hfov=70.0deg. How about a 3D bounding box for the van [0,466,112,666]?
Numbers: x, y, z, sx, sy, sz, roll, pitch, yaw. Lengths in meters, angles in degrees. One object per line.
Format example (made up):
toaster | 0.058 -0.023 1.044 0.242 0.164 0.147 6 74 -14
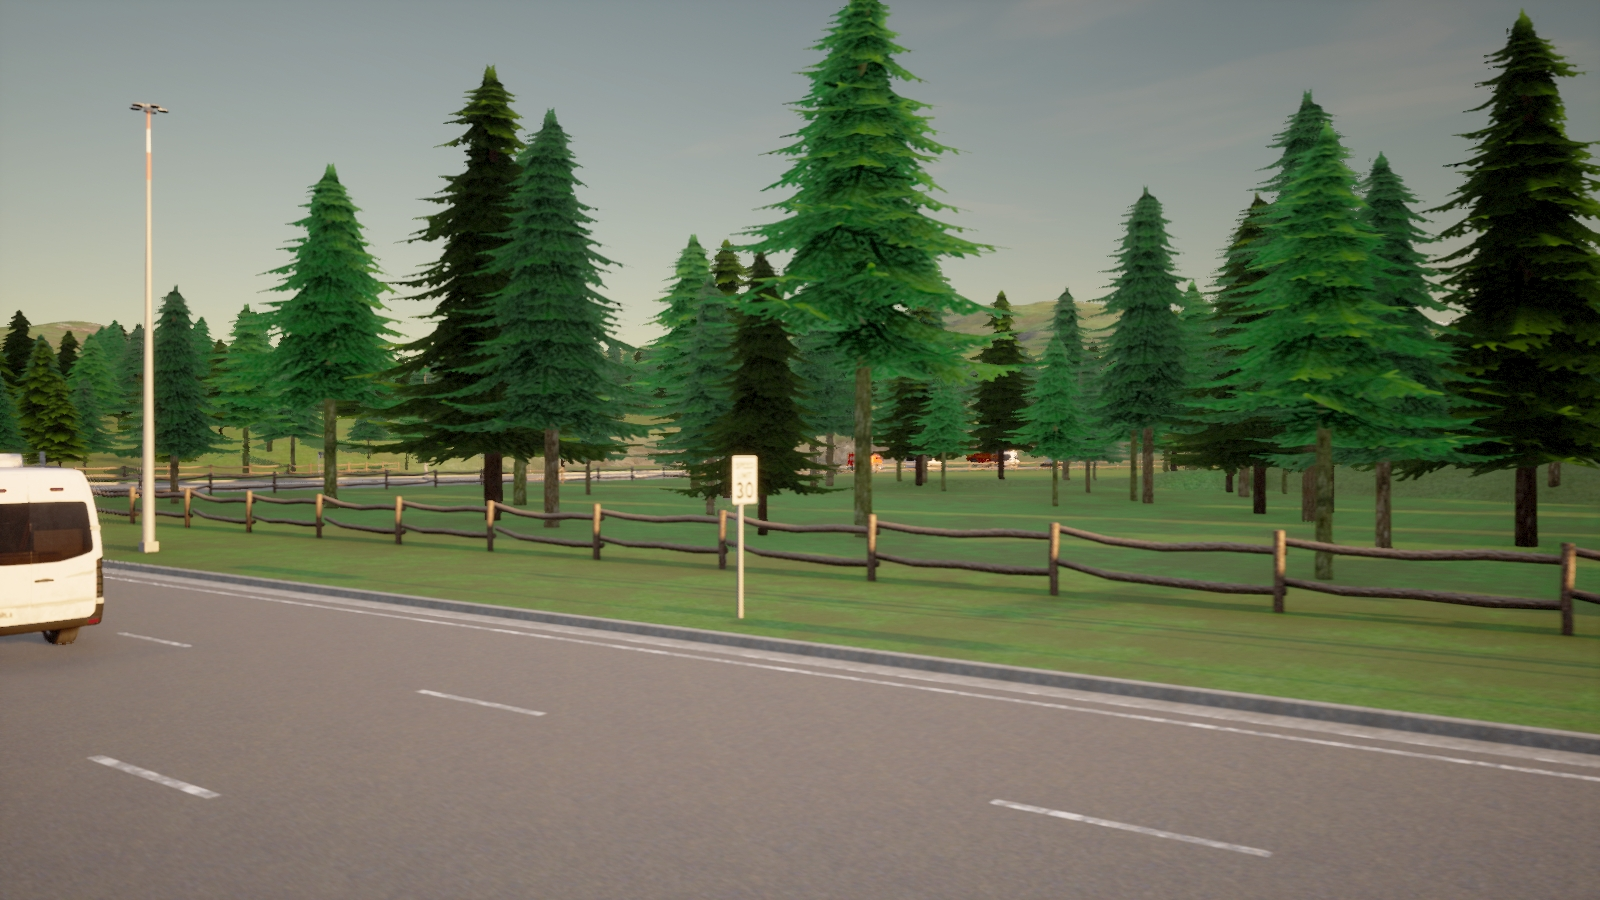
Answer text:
van | -12.625 1.535 16.893 5.915 2.561 1.988 0 0 35
